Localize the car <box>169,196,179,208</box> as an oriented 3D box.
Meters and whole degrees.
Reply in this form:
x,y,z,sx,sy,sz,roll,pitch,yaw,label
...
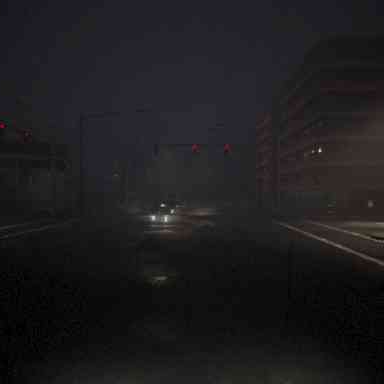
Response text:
x,y,z,sx,sy,sz,roll,pitch,yaw,label
-3.233,1.563,45.161,1.994,1.385,4.181,0,0,0,car

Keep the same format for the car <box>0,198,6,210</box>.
x,y,z,sx,sy,sz,roll,pitch,yaw,label
-24.023,1.456,38.959,3.806,1.475,1.970,0,0,1,car

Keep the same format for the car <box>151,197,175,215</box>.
x,y,z,sx,sy,sz,roll,pitch,yaw,label
-3.148,1.547,34.739,2.033,1.411,5.357,0,0,-1,car
